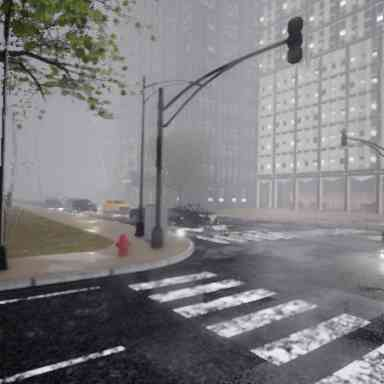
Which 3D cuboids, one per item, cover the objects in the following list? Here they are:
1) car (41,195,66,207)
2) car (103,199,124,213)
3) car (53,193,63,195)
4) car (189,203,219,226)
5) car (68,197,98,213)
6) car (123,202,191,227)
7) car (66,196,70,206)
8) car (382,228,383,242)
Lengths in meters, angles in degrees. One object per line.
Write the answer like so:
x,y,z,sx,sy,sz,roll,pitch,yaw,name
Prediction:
-21.460,1.521,51.494,1.895,1.301,4.718,2,-1,-34,car
-8.652,1.591,38.011,1.882,1.535,5.008,2,-1,-34,car
-34.369,1.652,82.492,2.128,1.511,4.902,2,-1,-34,car
0.074,1.621,24.952,2.128,1.511,4.902,2,-1,-34,car
-12.082,1.529,37.297,1.837,1.490,4.892,2,-1,-34,car
-2.597,1.589,23.099,2.033,1.411,5.357,2,-1,-34,car
-18.776,1.623,53.325,2.128,1.511,4.902,2,-1,-34,car
10.618,1.733,15.387,4.902,1.511,2.128,2,-1,-37,car
